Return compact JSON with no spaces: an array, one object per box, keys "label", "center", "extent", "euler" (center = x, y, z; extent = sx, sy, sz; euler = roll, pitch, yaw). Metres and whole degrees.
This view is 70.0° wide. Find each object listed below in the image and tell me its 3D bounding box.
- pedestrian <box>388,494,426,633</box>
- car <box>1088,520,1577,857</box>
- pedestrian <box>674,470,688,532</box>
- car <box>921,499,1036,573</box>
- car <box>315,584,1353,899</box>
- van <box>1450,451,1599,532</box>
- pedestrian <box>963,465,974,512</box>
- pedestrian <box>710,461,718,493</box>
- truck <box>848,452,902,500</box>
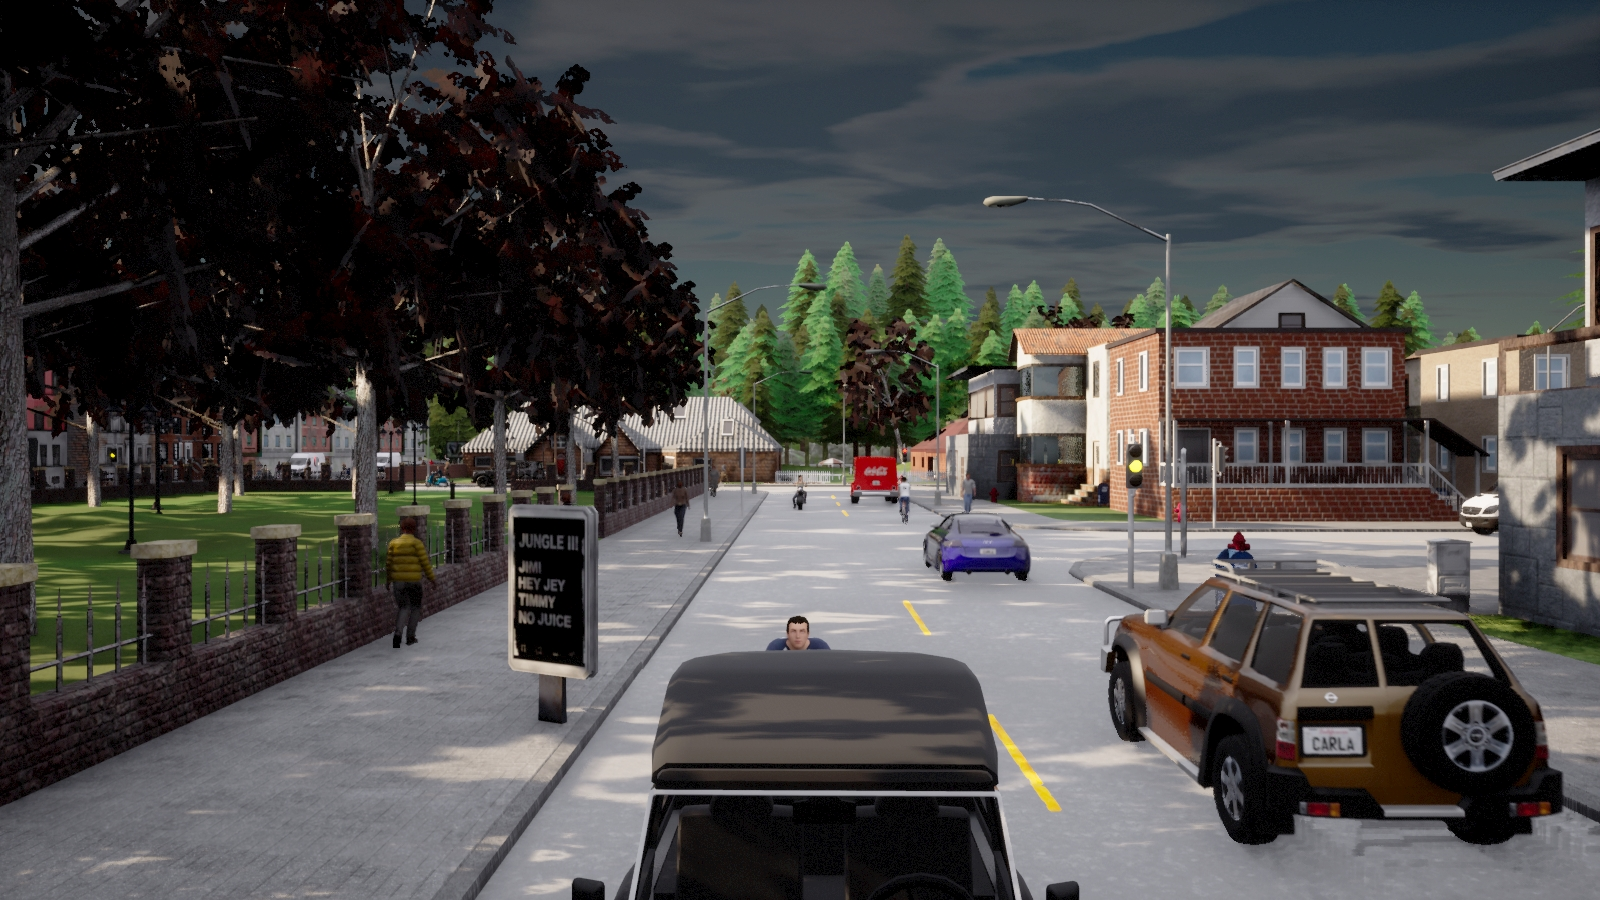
[{"label":"pedestrian","center":[-5.358,1.531,15.583],"extent":[0.375,1.860,0.375],"euler":[0,0,1]},{"label":"car","center":[3.944,1.648,9.524],"extent":[1.932,1.855,4.605],"euler":[0,0,0]},{"label":"pedestrian","center":[-3.634,1.539,34.801],"extent":[0.375,1.860,0.375],"euler":[0,0,1]},{"label":"car","center":[4.001,1.909,26.297],"extent":[1.994,1.385,4.181],"euler":[0,0,0]},{"label":"car","center":[0.090,1.640,4.031],"extent":[1.905,1.878,3.866],"euler":[0,0,1]},{"label":"van","center":[24.712,1.329,37.232],"extent":[5.915,2.561,1.988],"euler":[0,0,0]},{"label":"pedestrian","center":[6.774,1.534,45.985],"extent":[0.375,1.860,0.375],"euler":[0,0,15]},{"label":"pedestrian","center":[-4.938,1.551,65.572],"extent":[0.375,1.860,0.375],"euler":[0,0,10]},{"label":"truck","center":[3.969,1.372,61.570],"extent":[2.627,2.467,5.204],"euler":[0,0,1]}]
